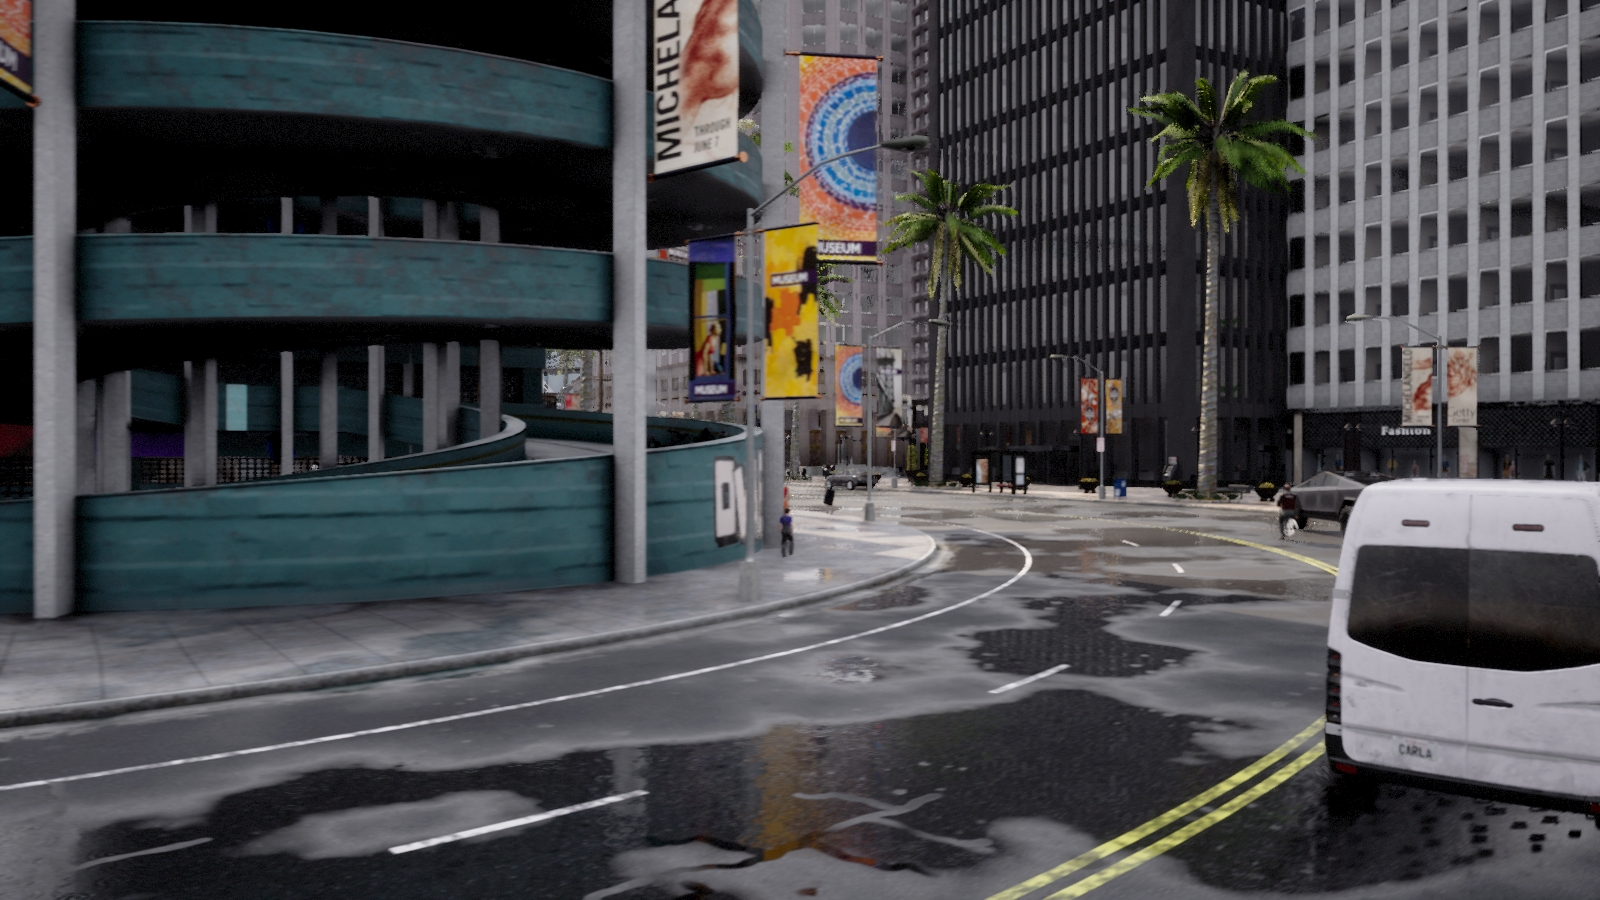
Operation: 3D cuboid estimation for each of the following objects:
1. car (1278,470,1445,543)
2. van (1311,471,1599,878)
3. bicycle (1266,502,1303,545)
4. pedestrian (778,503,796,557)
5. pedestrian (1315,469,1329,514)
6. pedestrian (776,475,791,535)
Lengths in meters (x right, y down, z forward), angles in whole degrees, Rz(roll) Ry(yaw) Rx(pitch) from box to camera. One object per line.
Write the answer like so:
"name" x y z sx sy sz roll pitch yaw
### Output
"car" 18.218 1.759 37.531 2.390 2.098 6.274 0 0 0
"van" 6.393 1.536 10.366 1.988 2.561 5.915 0 0 36
"bicycle" 14.706 2.216 34.725 0.329 1.171 1.835 -1 0 0
"pedestrian" -0.332 1.982 28.300 0.375 1.300 0.375 0 0 12
"pedestrian" 21.627 1.705 47.348 0.375 1.860 0.375 0 0 -13
"pedestrian" -0.530 1.703 35.774 0.375 1.860 0.375 0 0 -17
